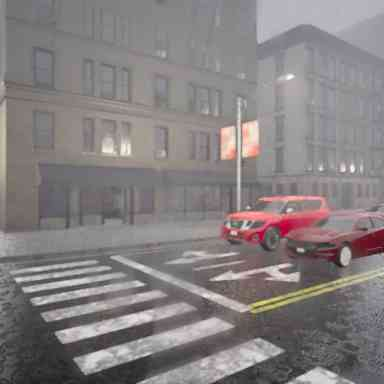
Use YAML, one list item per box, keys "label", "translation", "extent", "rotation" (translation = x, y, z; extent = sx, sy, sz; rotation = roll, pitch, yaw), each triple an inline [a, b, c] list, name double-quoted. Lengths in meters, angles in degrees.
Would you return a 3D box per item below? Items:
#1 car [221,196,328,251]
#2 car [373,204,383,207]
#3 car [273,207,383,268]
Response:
- label: "car"
  translation: [3.816, 1.213, 14.381]
  extent: [5.566, 2.045, 2.150]
  rotation: [0, 0, -37]
- label: "car"
  translation: [11.821, 1.459, 20.061]
  extent: [5.008, 1.535, 1.882]
  rotation: [0, 0, -35]
- label: "car"
  translation: [5.304, 1.469, 11.436]
  extent: [5.008, 1.535, 1.882]
  rotation: [0, 0, -35]
